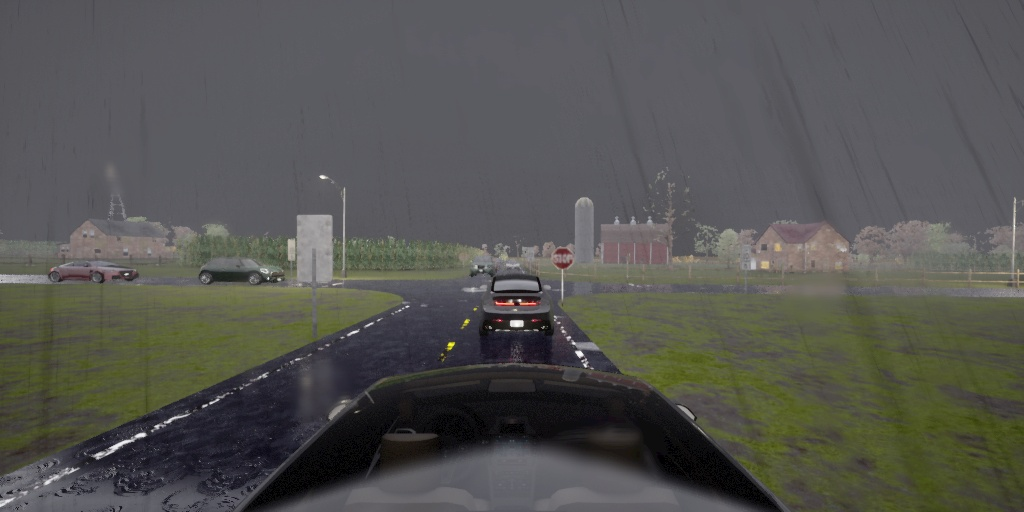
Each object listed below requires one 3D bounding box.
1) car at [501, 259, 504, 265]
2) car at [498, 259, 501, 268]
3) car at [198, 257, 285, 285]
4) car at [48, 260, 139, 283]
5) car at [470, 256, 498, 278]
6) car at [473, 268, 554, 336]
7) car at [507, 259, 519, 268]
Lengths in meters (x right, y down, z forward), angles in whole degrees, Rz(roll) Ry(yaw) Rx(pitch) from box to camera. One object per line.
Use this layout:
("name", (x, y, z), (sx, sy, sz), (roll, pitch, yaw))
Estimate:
("car", (-2.777, 1.287, 59.568), (2.128, 1.511, 4.902), (0, 0, 1))
("car", (-2.811, 1.255, 47.213), (1.882, 1.535, 5.008), (0, 0, 0))
("car", (-17.166, 0.892, 22.993), (4.553, 1.767, 2.097), (1, 1, 0))
("car", (-26.691, 0.963, 22.970), (4.181, 1.385, 1.994), (1, 1, 0))
("car", (-2.825, 0.985, 35.251), (2.150, 2.045, 5.566), (0, 0, 0))
("car", (0.106, 1.255, 10.383), (1.837, 1.490, 4.892), (0, 0, 0))
("car", (0.140, 1.387, 53.837), (1.895, 1.301, 4.718), (0, 0, 0))
